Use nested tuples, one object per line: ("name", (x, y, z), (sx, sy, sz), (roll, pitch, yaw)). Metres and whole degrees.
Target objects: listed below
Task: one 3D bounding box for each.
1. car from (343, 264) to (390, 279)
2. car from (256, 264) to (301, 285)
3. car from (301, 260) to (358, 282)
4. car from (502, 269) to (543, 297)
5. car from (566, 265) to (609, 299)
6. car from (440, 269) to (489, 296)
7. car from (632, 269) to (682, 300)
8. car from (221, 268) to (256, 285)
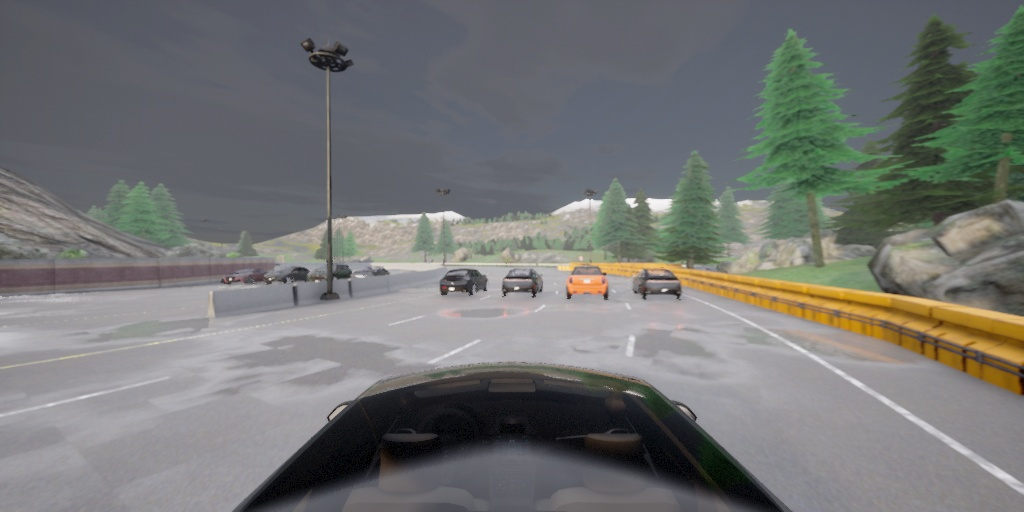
("car", (-12.289, 1.619, 31.323), (2.128, 1.511, 4.902), (0, -1, 2))
("car", (-19.302, 1.660, 31.179), (1.837, 1.490, 4.892), (-1, -2, 2))
("car", (-15.794, 1.481, 31.315), (2.097, 1.767, 4.553), (0, -1, 2))
("car", (0.673, 1.458, 20.549), (2.128, 1.511, 4.902), (0, 0, 10))
("car", (4.114, 1.290, 19.691), (2.097, 1.767, 4.553), (0, -1, 12))
("car", (-2.740, 1.492, 21.305), (1.837, 1.490, 4.892), (0, 0, 10))
("car", (7.549, 1.406, 19.019), (2.128, 1.511, 4.902), (0, 0, 12))
("car", (-22.813, 1.765, 31.123), (1.994, 1.385, 4.181), (-1, -1, 2))
